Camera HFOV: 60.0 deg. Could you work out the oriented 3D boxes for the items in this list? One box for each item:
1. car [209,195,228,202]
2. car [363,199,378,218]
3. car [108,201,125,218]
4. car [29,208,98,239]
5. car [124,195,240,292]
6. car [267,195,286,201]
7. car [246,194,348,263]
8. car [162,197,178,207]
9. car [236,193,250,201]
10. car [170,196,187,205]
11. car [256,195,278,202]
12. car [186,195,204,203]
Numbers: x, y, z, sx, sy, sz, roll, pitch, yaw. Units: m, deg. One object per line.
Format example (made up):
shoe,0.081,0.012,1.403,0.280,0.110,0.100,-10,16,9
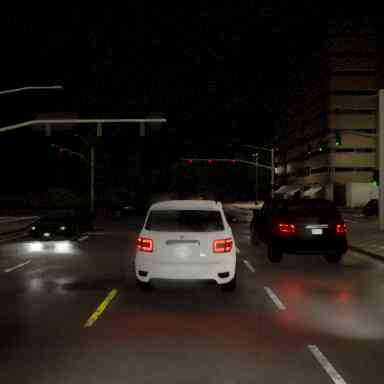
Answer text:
car,6.374,1.525,78.980,2.128,1.511,4.902,0,0,38
car,17.776,1.407,29.463,4.553,1.767,2.097,0,0,0
car,-4.859,1.527,29.333,4.892,1.490,1.837,0,0,0
car,-6.573,1.547,17.760,2.033,1.411,5.357,0,0,0
car,0.015,1.221,9.130,2.150,2.045,5.566,0,0,4
car,21.833,1.524,86.237,4.674,1.442,1.812,0,0,-22
car,3.576,1.221,12.156,2.150,2.045,5.566,0,0,0
car,-3.367,1.505,51.586,1.837,1.490,4.892,0,0,3
car,13.067,1.225,80.719,5.566,2.045,2.150,0,0,-41
car,-2.431,1.505,60.822,1.837,1.490,4.892,0,0,13
car,18.195,1.540,80.211,5.357,1.411,2.033,0,0,-34
car,0.656,1.478,70.349,1.882,1.535,5.008,0,0,23
